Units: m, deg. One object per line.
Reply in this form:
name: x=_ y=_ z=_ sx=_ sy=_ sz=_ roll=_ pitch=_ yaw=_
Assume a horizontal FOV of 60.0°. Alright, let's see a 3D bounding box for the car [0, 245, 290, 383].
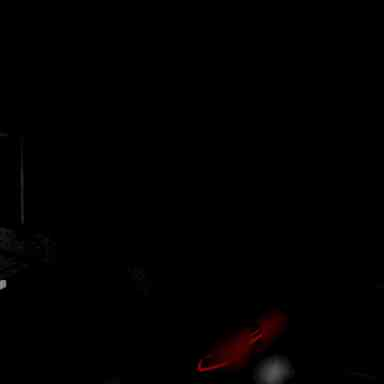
car: x=-1.273 y=1.472 z=4.470 sx=5.008 sy=1.535 sz=1.882 roll=0 pitch=0 yaw=36
